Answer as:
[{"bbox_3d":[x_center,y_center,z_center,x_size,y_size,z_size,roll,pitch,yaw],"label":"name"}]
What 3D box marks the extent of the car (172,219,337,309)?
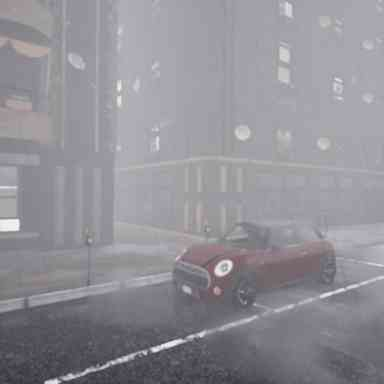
[{"bbox_3d":[1.528,1.415,7.795,4.097,1.590,1.967,0,1,-36],"label":"car"}]
